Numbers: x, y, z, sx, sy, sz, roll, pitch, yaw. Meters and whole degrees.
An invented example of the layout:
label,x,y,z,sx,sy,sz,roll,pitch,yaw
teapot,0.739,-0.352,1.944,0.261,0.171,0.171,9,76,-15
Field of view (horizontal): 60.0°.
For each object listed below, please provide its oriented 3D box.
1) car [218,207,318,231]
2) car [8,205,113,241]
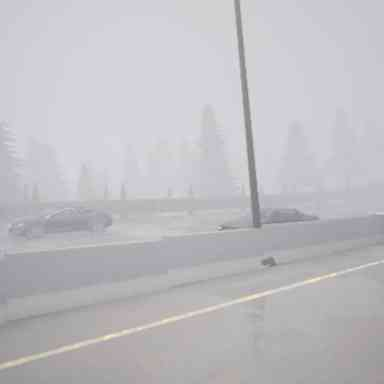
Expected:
label,x,y,z,sx,sy,sz,roll,pitch,yaw
car,3.662,1.404,15.196,5.357,1.411,2.033,-1,1,-35
car,-6.403,1.441,16.614,4.902,1.511,2.128,-1,0,-35
